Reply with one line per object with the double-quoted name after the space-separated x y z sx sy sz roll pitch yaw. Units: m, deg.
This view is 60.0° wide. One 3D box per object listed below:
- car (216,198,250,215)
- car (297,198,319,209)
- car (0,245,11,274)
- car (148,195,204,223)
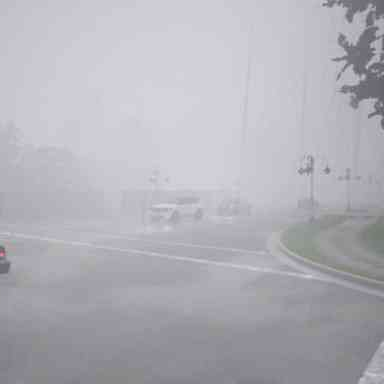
4.344 1.431 34.742 2.097 1.767 4.553 0 0 34 "car"
15.871 1.541 45.271 1.882 1.535 5.008 0 0 34 "car"
-7.009 1.590 8.989 5.357 1.411 2.033 0 0 35 "car"
-1.120 1.300 26.683 2.150 2.045 5.566 0 0 34 "car"
